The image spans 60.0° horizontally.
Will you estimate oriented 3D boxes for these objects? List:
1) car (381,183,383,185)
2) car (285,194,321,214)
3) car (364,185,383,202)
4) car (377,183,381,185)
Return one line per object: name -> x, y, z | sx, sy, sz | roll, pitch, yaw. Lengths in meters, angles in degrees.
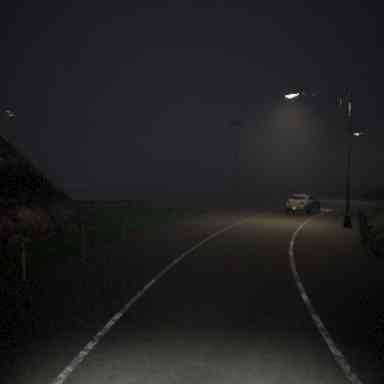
car -> 46.944, -1.300, 76.954 | 4.674, 1.442, 1.812 | 0, 3, -13
car -> 8.796, 0.874, 26.320 | 1.812, 1.442, 4.674 | 2, 3, 34
car -> 22.400, 0.305, 39.356 | 4.902, 1.511, 2.128 | -1, 3, -33
car -> 46.133, -1.493, 80.354 | 4.892, 1.490, 1.837 | 0, 3, -13
